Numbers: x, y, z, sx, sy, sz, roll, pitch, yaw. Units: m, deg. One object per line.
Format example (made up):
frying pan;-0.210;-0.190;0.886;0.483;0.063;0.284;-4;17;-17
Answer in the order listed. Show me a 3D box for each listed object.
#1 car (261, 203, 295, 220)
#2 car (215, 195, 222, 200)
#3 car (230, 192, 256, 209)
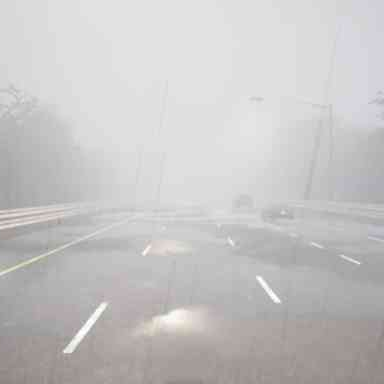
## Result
car;7.040;1.567;27.661;1.994;1.385;4.181;0;0;0
car;7.417;1.516;93.797;2.128;1.511;4.902;0;0;5
car;7.086;1.240;46.670;2.150;2.045;5.566;0;0;0
